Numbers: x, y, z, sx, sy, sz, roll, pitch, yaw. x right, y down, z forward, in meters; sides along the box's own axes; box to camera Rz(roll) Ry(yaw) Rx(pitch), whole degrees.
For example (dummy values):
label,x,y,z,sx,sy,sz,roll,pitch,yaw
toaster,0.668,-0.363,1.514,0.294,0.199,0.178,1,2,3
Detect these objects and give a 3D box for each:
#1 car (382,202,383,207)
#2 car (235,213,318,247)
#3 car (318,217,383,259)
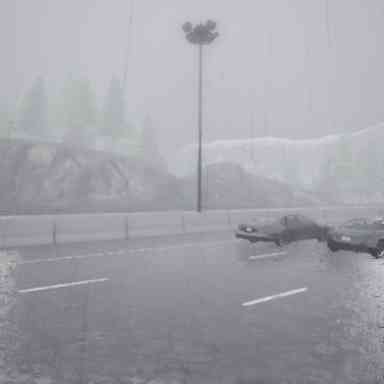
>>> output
label,x,y,z,sx,sy,sz,roll,pitch,yaw
car,40.211,2.284,66.968,4.902,1.511,2.128,1,0,-36
car,4.488,1.682,15.661,5.357,1.411,2.033,1,0,-35
car,7.326,1.709,13.372,4.181,1.385,1.994,1,0,-35
